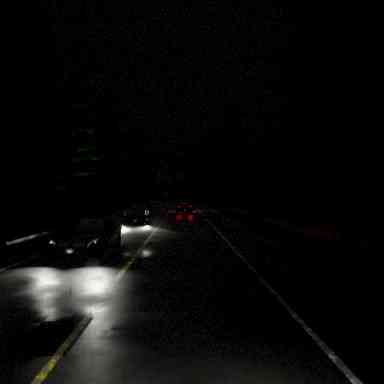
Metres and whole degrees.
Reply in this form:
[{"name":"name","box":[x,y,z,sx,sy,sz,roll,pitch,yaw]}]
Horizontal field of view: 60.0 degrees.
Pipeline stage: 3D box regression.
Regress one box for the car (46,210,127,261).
[{"name":"car","box":[-3.903,1.612,12.789,1.812,1.442,4.674,0,-1,-1]}]

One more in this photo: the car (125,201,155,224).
[{"name":"car","box":[-4.156,1.528,26.338,2.097,1.767,4.553,0,0,-1]}]

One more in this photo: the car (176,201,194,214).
[{"name":"car","box":[-0.869,1.782,38.716,1.812,1.442,4.674,0,0,-2]}]

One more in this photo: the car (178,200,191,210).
[{"name":"car","box":[-1.145,1.925,48.931,1.895,1.301,4.718,0,0,-2]}]
